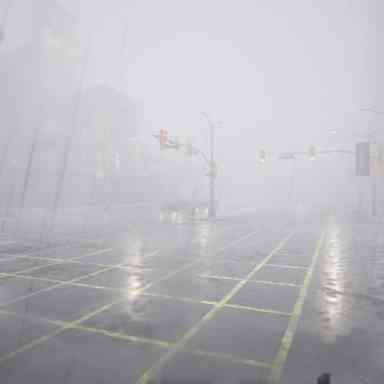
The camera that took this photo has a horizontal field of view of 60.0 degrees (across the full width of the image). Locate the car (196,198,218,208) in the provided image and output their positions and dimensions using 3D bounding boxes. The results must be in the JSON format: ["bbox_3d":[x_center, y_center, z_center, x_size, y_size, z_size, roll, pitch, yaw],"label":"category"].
[{"bbox_3d":[2.279,1.599,48.694,1.895,1.301,4.718,0,0,23],"label":"car"}]

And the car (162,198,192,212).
[{"bbox_3d":[-1.704,1.477,39.288,1.882,1.535,5.008,0,0,25],"label":"car"}]
